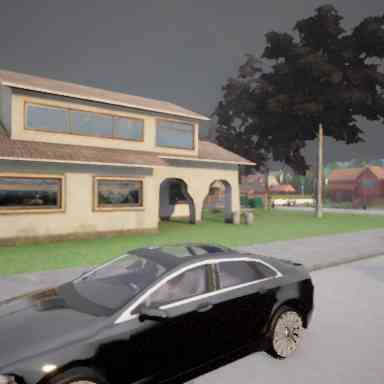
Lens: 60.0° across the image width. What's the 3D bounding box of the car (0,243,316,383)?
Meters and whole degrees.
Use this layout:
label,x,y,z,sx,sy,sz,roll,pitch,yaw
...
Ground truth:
label,x,y,z,sx,sy,sz,roll,pitch,yaw
car,-0.353,1.507,4.397,4.902,1.511,2.128,0,0,-37
